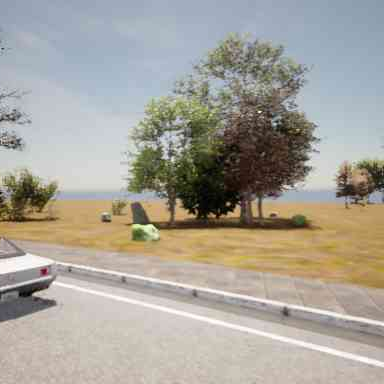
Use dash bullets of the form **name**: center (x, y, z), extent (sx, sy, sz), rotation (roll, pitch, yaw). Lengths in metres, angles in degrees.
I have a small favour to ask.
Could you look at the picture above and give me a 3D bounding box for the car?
- **car**: center (-5.141, 1.580, 7.128), extent (4.718, 1.301, 1.895), rotation (0, 0, 32)
